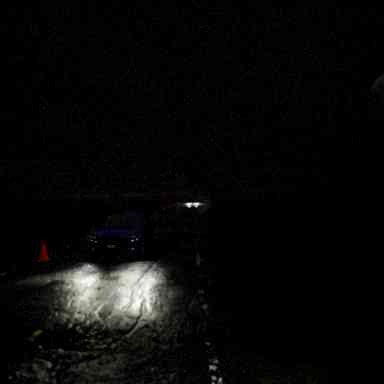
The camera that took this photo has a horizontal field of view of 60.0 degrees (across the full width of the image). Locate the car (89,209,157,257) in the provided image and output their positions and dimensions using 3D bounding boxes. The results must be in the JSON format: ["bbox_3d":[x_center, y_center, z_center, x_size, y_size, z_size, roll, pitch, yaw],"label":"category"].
[{"bbox_3d":[-2.589,1.503,13.334,1.882,1.535,5.008,-1,0,1],"label":"car"}]

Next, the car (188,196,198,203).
[{"bbox_3d":[0.162,1.525,66.531,1.895,1.301,4.718,-1,0,1],"label":"car"}]

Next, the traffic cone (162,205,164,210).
[{"bbox_3d":[-3.557,1.963,41.376,0.340,0.580,0.340,-1,0,3],"label":"traffic cone"}]

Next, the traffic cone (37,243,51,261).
[{"bbox_3d":[-5.024,2.013,11.288,0.340,0.580,0.340,-1,0,0],"label":"traffic cone"}]
